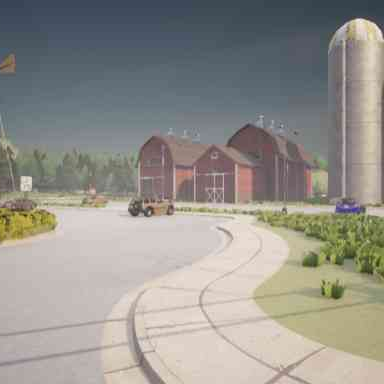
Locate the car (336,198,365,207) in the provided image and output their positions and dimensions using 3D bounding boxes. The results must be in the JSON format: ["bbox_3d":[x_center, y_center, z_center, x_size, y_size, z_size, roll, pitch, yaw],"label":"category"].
[{"bbox_3d":[15.531,1.426,32.484,2.242,1.667,4.611,0,0,35],"label":"car"}]

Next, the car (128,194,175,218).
[{"bbox_3d":[-3.559,1.256,29.706,1.932,1.855,4.605,0,0,35],"label":"car"}]

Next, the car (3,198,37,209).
[{"bbox_3d":[-22.049,1.467,42.491,1.784,1.438,3.905,0,0,35],"label":"car"}]

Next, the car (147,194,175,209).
[{"bbox_3d":[-4.269,1.260,46.409,1.905,1.878,3.866,0,0,35],"label":"car"}]

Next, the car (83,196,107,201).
[{"bbox_3d":[-15.624,1.453,53.700,1.816,1.474,4.193,0,0,35],"label":"car"}]
